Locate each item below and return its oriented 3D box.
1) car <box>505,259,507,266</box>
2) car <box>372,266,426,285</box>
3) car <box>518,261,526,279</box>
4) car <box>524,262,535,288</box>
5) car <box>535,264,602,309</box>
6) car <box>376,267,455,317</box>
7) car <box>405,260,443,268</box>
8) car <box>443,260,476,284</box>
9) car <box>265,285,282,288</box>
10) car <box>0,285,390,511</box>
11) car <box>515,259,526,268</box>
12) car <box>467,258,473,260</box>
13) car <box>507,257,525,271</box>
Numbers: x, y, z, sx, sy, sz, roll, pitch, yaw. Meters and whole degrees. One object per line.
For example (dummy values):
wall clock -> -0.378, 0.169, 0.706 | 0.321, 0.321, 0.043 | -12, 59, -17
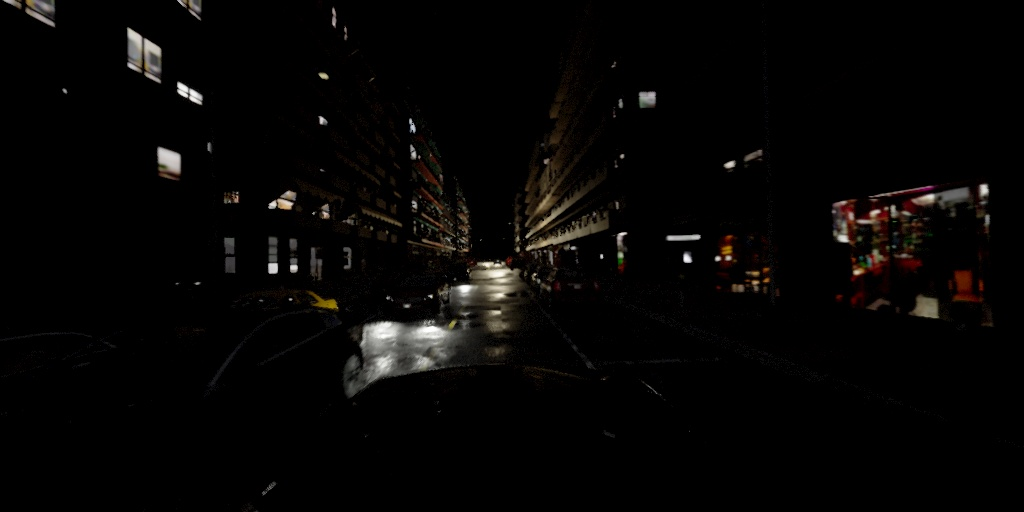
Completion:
car -> 0.379, 1.277, 59.165 | 2.007, 1.370, 4.403 | 0, 0, -2
car -> -6.354, 1.448, 19.906 | 1.888, 1.381, 4.507 | 0, 0, -2
car -> 1.785, 1.249, 25.787 | 2.007, 1.370, 4.403 | 0, 0, -2
car -> 2.018, 1.246, 20.225 | 2.007, 1.370, 4.403 | 0, 0, -2
car -> 2.253, 1.132, 14.662 | 1.967, 1.591, 4.097 | 0, 0, -2
car -> -3.530, 1.361, 14.028 | 1.812, 1.442, 4.674 | -1, 0, -3
car -> -6.588, 1.221, 25.469 | 2.192, 1.841, 5.009 | 0, 0, -2
car -> -4.083, 1.346, 27.585 | 1.837, 1.490, 4.892 | -1, 1, -2
car -> -5.878, 1.422, 8.609 | 1.751, 1.417, 4.829 | 0, 0, -2
car -> -3.093, 1.321, 3.639 | 2.128, 1.511, 4.902 | -1, 0, -3
car -> 1.543, 1.228, 31.520 | 1.751, 1.417, 4.829 | 0, 0, -2
car -> -7.993, 1.500, 58.846 | 1.948, 1.339, 4.313 | 0, 0, -2
car -> 0.848, 1.031, 48.039 | 2.192, 1.841, 5.009 | 0, 0, -2
